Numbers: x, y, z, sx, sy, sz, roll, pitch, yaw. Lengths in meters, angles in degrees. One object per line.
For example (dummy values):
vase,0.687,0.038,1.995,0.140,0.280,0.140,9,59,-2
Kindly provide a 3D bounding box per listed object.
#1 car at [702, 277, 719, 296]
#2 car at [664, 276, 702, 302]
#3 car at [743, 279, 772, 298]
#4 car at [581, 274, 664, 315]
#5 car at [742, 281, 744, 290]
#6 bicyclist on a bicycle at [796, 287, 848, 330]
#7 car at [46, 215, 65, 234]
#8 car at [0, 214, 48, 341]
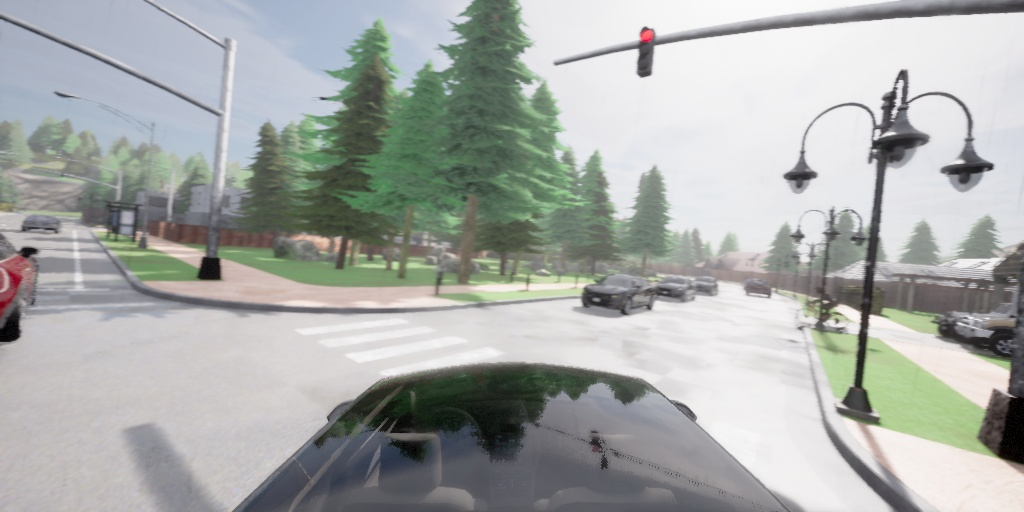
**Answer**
car,16.582,2.542,30.992,1.837,1.490,4.892,6,1,37
car,10.601,2.047,23.216,1.837,1.490,4.892,6,1,38
car,24.898,3.136,36.177,2.097,1.767,4.553,6,1,35
car,4.794,1.538,15.719,1.882,1.535,5.008,6,1,38
car,30.568,3.711,45.519,1.882,1.535,5.008,6,1,28
bicyclist on a bicycle,12.727,2.111,14.704,1.656,1.620,0.582,7,1,38
car,-37.278,-2.561,28.504,5.357,1.411,2.033,6,1,41
car,-9.172,0.185,5.580,4.553,1.767,2.097,6,1,39
